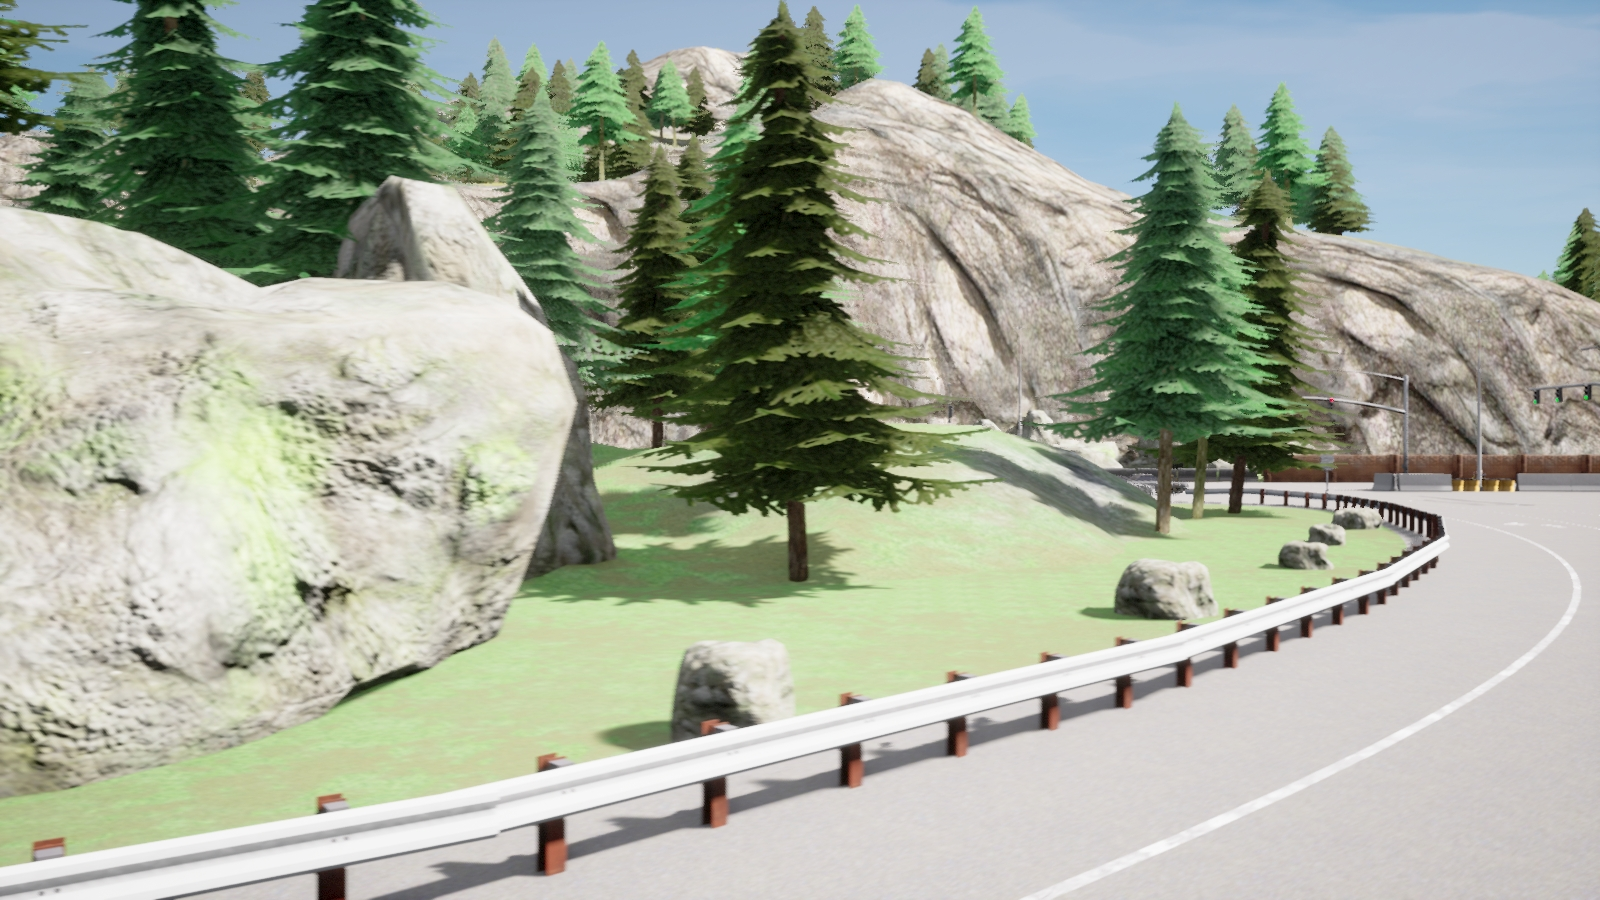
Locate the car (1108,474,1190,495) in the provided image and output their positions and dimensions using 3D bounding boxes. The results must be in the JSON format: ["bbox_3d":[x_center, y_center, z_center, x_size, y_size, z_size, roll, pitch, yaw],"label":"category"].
[{"bbox_3d":[22.066,2.166,72.298,4.718,1.301,1.895,0,0,7],"label":"car"}]
